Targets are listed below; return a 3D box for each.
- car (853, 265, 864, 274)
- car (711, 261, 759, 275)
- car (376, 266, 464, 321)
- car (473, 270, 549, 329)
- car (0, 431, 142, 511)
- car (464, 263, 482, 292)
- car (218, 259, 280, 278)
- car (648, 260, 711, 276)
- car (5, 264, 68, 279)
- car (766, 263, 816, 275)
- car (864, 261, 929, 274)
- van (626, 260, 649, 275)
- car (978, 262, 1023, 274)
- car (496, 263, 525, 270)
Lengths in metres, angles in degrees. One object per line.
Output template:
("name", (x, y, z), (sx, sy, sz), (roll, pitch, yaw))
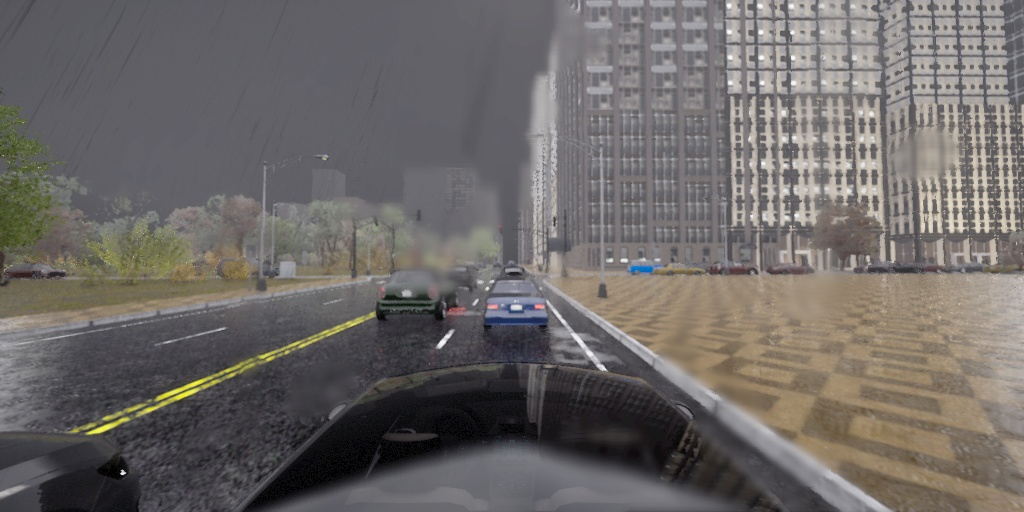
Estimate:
("car", (43.858, 1.375, 43.376), (4.097, 1.591, 1.967), (0, 0, -1))
("car", (21.696, 1.189, 35.054), (4.097, 1.591, 1.967), (0, 0, -1))
("car", (-3.165, 1.170, 12.965), (2.097, 1.767, 4.553), (0, 0, 0))
("car", (0.090, 1.356, 11.511), (2.033, 1.411, 5.357), (0, 0, 0))
("car", (-3.149, 1.246, 0.106), (1.837, 1.490, 4.892), (0, 0, 0))
("car", (-3.177, 1.393, 22.645), (1.837, 1.490, 4.892), (0, 0, 0))
("car", (-26.769, 1.317, 36.709), (5.566, 2.045, 2.150), (0, -2, -1))
("car", (16.282, 1.302, 34.981), (4.829, 1.417, 1.751), (0, 0, -1))
("car", (-48.826, 1.584, 36.888), (4.553, 1.767, 2.097), (0, -2, 2))
("car", (27.280, 1.304, 35.130), (4.207, 1.307, 1.802), (0, 0, -1))
("car", (43.633, 1.441, 40.721), (4.718, 1.301, 1.895), (0, -2, 0))
("van", (15.892, 1.408, 42.997), (3.998, 1.789, 1.690), (0, 0, -1))
("car", (49.785, 1.145, 35.423), (4.829, 1.417, 1.751), (0, 0, -1))
("car", (0.074, 1.396, 23.052), (1.837, 1.490, 4.892), (0, 0, -2))
